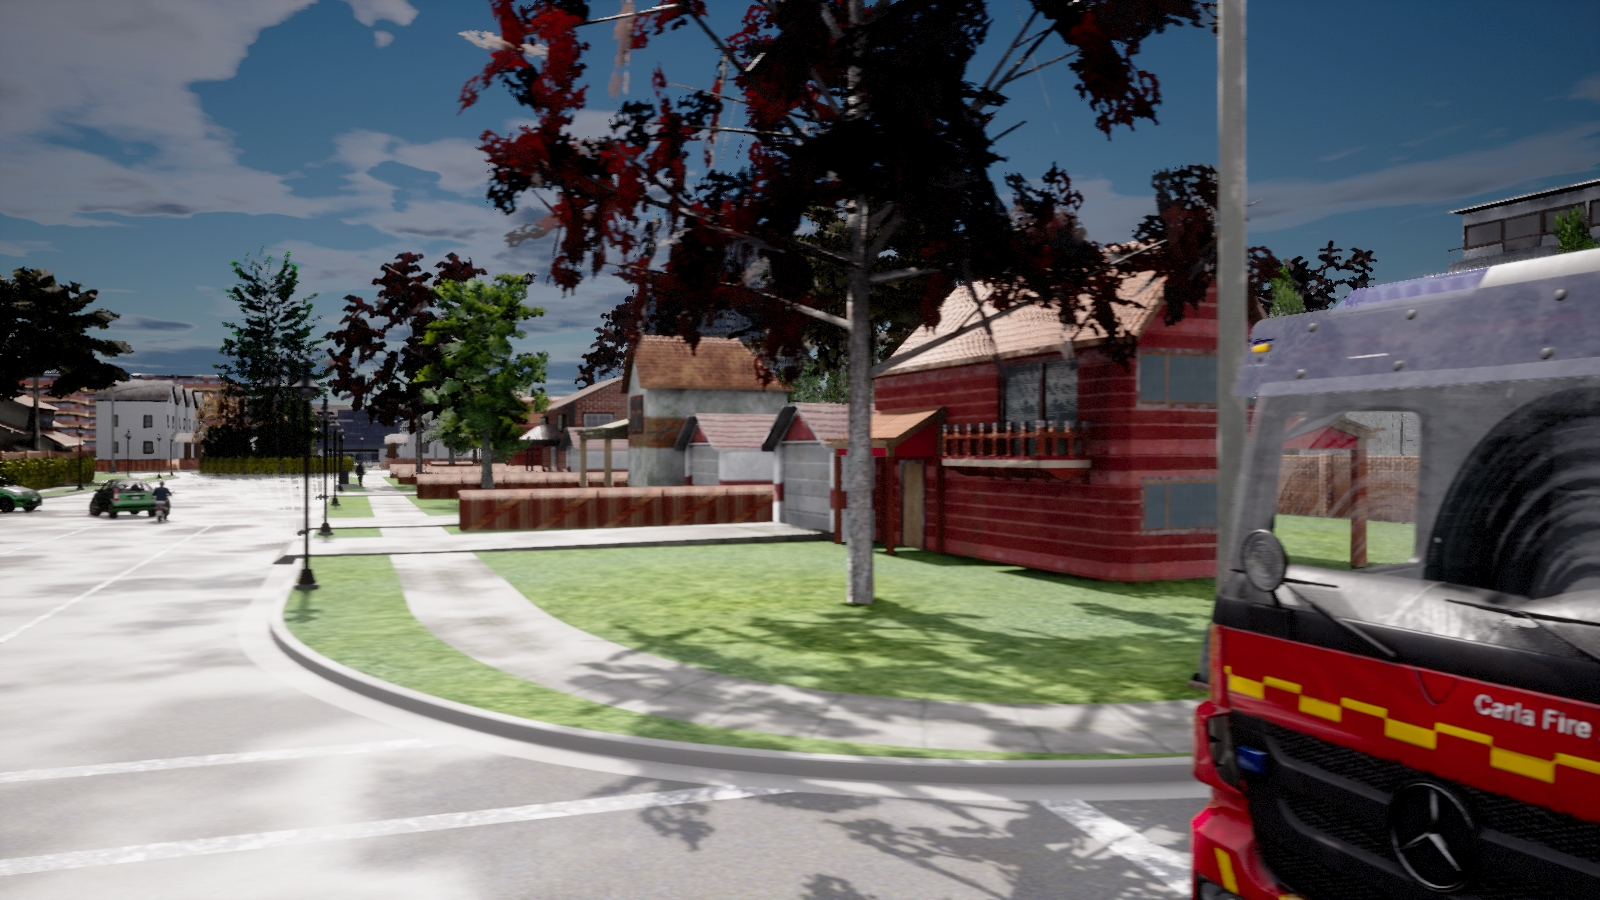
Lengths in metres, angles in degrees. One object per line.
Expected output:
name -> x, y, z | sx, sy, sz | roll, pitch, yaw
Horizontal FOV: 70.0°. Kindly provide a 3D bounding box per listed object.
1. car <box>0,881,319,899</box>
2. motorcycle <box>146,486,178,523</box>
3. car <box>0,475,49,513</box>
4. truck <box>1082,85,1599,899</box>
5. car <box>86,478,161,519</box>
car -> -4.042, 2.103, 2.274 | 5.357, 1.411, 2.033 | 0, 0, -9
motorcycle -> -25.286, 2.158, 45.305 | 0.856, 1.341, 1.805 | 0, 1, -22
car -> -36.462, 1.972, 51.468 | 3.988, 1.617, 1.851 | 0, 0, 0
truck -> 5.859, 0.887, 5.671 | 8.468, 3.827, 2.891 | 0, 0, -20
car -> -28.912, 2.033, 48.796 | 1.851, 1.617, 3.988 | 0, 0, -45
